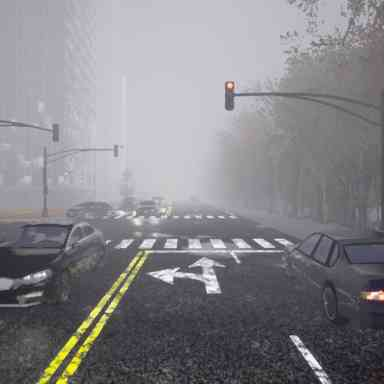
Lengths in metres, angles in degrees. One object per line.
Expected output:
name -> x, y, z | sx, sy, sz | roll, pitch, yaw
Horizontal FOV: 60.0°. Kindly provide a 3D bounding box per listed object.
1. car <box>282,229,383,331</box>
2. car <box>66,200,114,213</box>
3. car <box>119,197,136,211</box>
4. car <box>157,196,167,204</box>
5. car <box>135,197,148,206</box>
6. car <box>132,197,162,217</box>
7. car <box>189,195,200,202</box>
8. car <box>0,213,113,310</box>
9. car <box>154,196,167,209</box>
car -> 3.312, 1.506, 6.998 | 2.033, 1.411, 5.357 | -2, -2, 3
car -> -8.655, 1.513, 28.565 | 1.837, 1.490, 4.892 | 1, 0, 21
car -> -7.807, 1.365, 41.753 | 2.097, 1.767, 4.553 | 0, 0, -3
car -> -6.194, 1.583, 68.746 | 2.033, 1.411, 5.357 | 0, 0, -4
car -> -8.754, 1.587, 58.088 | 1.994, 1.385, 4.181 | 0, 0, -3
car -> -4.062, 1.513, 30.938 | 1.837, 1.490, 4.892 | 0, 0, -2
car -> 0.507, 1.299, 68.486 | 2.128, 1.511, 4.902 | 6, 0, -4
car -> -3.447, 1.491, 8.044 | 2.128, 1.511, 4.902 | 0, 0, -1
car -> -4.813, 1.368, 46.612 | 2.097, 1.767, 4.553 | 0, 0, -3
